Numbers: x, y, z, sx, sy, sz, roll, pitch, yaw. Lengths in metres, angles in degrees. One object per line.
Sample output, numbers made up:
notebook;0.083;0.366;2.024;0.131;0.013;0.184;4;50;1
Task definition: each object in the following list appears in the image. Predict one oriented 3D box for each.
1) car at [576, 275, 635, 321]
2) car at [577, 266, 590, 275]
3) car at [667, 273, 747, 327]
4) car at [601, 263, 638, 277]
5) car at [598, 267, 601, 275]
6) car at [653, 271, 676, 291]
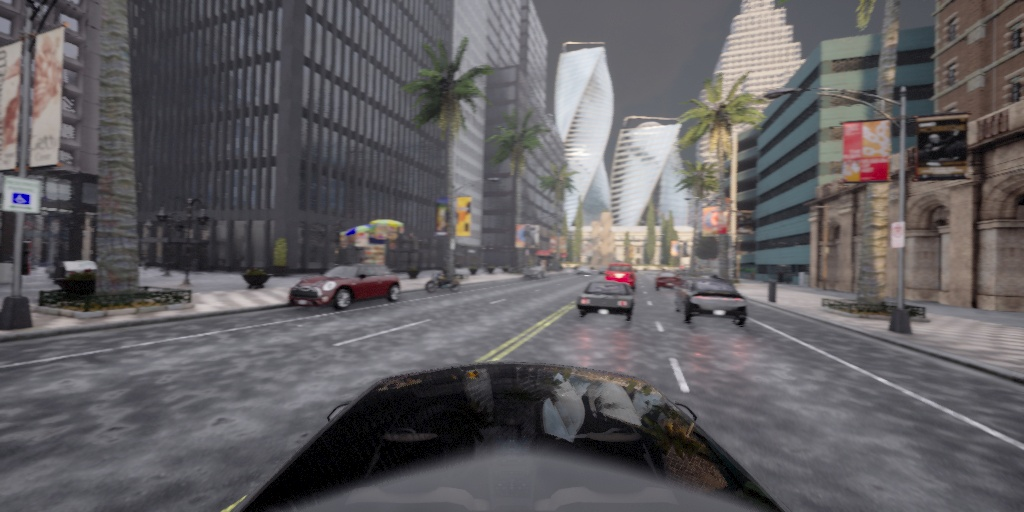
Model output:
car;3.810;1.637;14.124;1.895;1.301;4.718;1;-1;19
car;12.289;2.473;61.273;1.812;1.442;4.674;1;-1;19
car;7.329;1.625;13.586;2.128;1.511;4.902;1;-1;19
car;8.445;1.588;27.832;2.150;2.045;5.566;1;-1;19
car;15.406;2.520;59.599;1.837;1.490;4.892;1;-1;19
car;12.518;1.978;28.919;1.882;1.535;5.008;1;0;19
